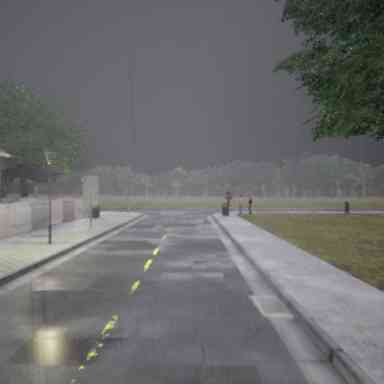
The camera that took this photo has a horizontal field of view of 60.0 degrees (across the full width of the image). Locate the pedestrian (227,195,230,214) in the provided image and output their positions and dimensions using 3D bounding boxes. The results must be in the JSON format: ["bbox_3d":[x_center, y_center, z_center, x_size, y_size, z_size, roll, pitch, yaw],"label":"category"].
[{"bbox_3d":[3.509,1.186,32.296,0.375,1.860,0.375,0,0,0],"label":"pedestrian"}]

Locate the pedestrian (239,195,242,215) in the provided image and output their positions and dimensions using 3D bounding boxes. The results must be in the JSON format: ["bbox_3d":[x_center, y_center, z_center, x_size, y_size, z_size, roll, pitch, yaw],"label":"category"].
[{"bbox_3d":[4.509,1.199,31.096,0.375,1.860,0.375,0,0,0],"label":"pedestrian"}]

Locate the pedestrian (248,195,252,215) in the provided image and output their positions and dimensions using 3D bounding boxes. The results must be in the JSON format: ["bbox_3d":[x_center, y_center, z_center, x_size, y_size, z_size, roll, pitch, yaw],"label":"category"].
[{"bbox_3d":[5.509,1.227,31.695,0.375,1.860,0.375,0,0,0],"label":"pedestrian"}]
